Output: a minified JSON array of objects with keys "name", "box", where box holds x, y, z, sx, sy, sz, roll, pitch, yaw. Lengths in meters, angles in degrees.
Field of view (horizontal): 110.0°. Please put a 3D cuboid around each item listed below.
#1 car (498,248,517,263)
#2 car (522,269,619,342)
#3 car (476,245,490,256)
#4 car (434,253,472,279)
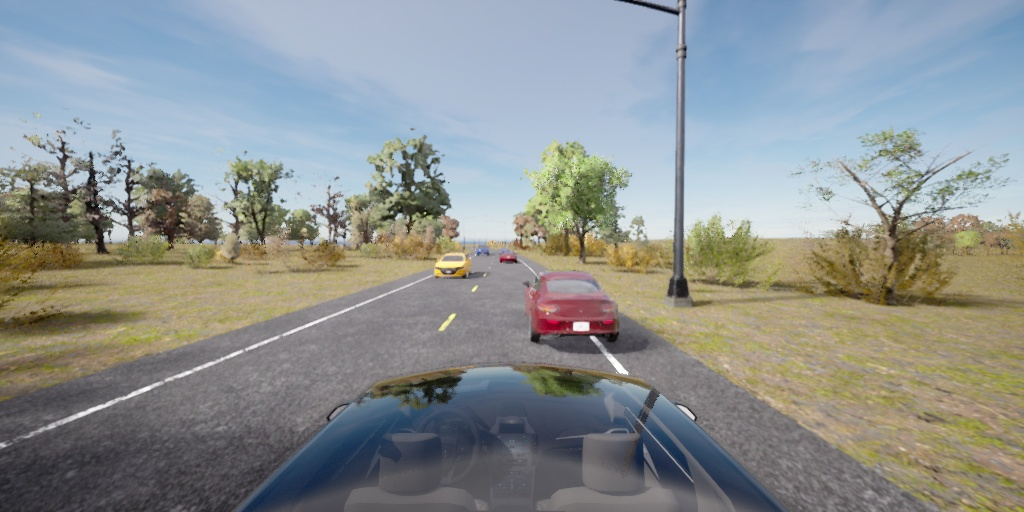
[{"name":"car","box":[-0.448,0.029,41.828,1.994,1.385,4.181,0,2,-2]},{"name":"car","box":[1.267,1.049,8.853,1.812,1.442,4.674,0,2,0]},{"name":"car","box":[-5.112,-1.027,63.960,2.150,2.045,5.566,0,2,-3]},{"name":"car","box":[-3.669,0.559,23.010,1.882,1.535,5.008,0,2,-1]}]
